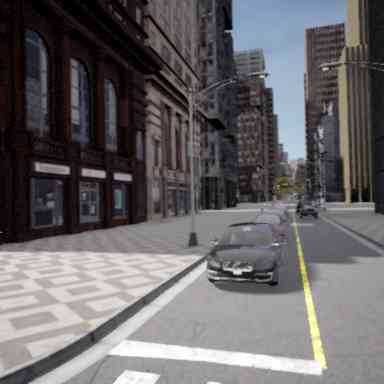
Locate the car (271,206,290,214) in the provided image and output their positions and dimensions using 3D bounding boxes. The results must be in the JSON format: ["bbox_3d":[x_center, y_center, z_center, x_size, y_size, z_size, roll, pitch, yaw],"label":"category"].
[{"bbox_3d":[7.315,2.133,28.861,1.812,1.442,4.674,-2,-1,17],"label":"car"}]

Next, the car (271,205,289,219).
[{"bbox_3d":[10.271,2.322,38.658,1.812,1.442,4.674,-2,-1,18],"label":"car"}]

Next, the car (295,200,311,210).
[{"bbox_3d":[16.177,2.134,47.855,2.150,2.045,5.566,-2,-1,17],"label":"car"}]

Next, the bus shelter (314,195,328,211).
[{"bbox_3d":[22.387,1.911,57.788,1.920,2.740,3.880,-1,-1,17],"label":"bus shelter"}]

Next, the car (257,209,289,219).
[{"bbox_3d":[4.453,1.945,19.264,1.812,1.442,4.674,-2,-2,17],"label":"car"}]

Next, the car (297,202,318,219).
[{"bbox_3d":[13.121,2.214,37.408,1.837,1.490,4.892,-2,-1,17],"label":"car"}]

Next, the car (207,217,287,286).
[{"bbox_3d":[1.820,1.749,10.389,1.837,1.490,4.892,-2,-2,17],"label":"car"}]
